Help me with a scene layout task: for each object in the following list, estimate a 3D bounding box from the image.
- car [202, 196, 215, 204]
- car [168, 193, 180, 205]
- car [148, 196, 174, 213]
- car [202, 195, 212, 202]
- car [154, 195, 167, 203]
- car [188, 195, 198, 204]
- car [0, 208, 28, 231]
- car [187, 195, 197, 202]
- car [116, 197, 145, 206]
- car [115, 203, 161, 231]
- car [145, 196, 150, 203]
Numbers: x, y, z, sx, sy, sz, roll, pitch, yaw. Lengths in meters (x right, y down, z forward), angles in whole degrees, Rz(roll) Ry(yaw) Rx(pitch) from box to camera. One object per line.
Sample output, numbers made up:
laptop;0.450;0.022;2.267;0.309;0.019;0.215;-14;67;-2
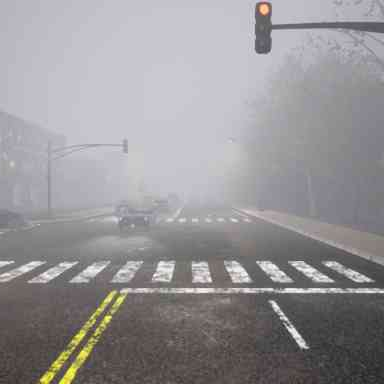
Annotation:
car;3.412;1.584;64.711;1.895;1.301;4.718;0;0;0
car;-3.278;1.209;57.453;2.150;2.045;5.566;0;0;0
car;-3.315;1.498;36.251;1.837;1.490;4.892;0;0;0
car;3.322;1.518;74.729;2.033;1.411;5.357;0;0;0
car;-6.434;1.490;68.747;2.128;1.511;4.902;0;0;0
car;0.158;1.584;64.886;1.895;1.301;4.718;0;0;0
car;-12.169;1.642;19.978;4.181;1.385;1.994;-2;1;-22
car;0.074;1.503;74.653;2.128;1.511;4.902;0;0;0
car;-6.566;1.485;34.110;2.128;1.511;4.902;0;0;0
car;-3.329;1.598;20.957;1.895;1.301;4.718;0;0;0
car;-6.544;1.339;50.522;2.097;1.767;4.553;0;0;0
